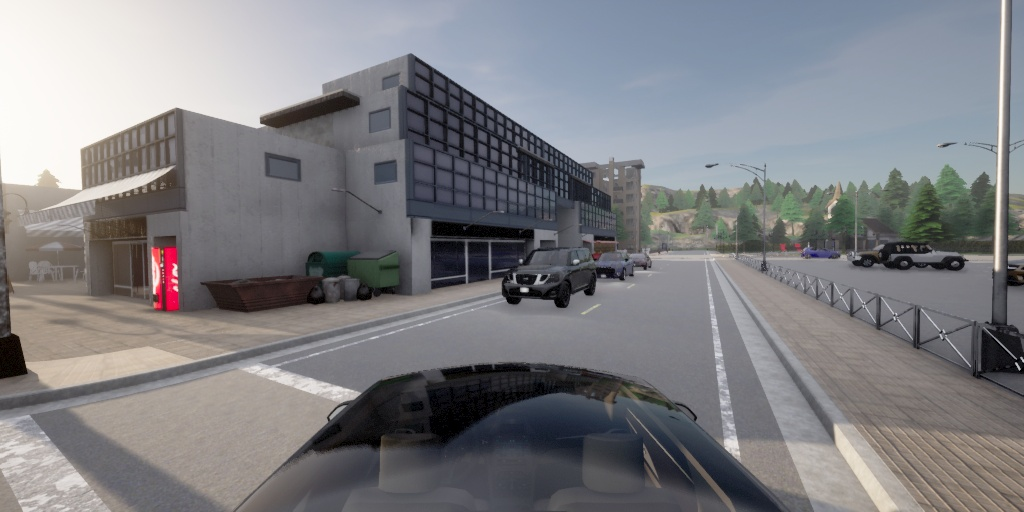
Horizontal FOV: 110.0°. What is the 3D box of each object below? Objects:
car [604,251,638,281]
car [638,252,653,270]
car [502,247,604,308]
[{"bbox_3d":[6.335,0.521,22.681,2.097,1.767,4.553,0,2,28],"label":"car"},{"bbox_3d":[11.163,0.406,31.702,1.812,1.442,4.674,0,2,28],"label":"car"},{"bbox_3d":[1.698,0.670,14.006,2.150,2.045,5.566,0,2,28],"label":"car"}]
